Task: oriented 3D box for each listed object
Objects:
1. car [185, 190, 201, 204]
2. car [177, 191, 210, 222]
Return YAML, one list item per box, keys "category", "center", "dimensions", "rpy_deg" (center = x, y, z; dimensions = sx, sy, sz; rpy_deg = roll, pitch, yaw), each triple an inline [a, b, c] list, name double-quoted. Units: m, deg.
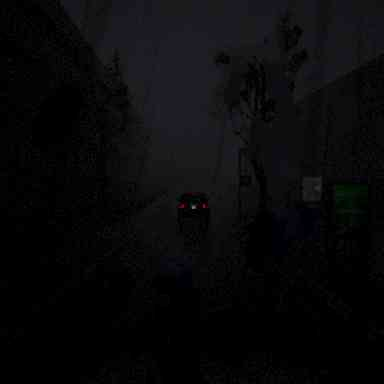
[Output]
- category: "car"
  center: [0.110, 0.617, 42.538]
  dimensions: [1.882, 1.535, 5.008]
  rpy_deg: [0, 3, 0]
- category: "car"
  center: [0.105, 1.018, 24.184]
  dimensions: [2.150, 2.045, 5.566]
  rpy_deg: [0, 1, 0]
